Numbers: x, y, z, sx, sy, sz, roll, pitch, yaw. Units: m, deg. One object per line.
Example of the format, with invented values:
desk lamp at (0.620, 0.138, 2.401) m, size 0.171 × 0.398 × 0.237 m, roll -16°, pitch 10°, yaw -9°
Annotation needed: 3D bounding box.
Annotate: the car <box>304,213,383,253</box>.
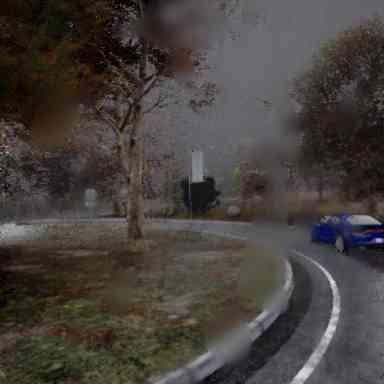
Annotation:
car at (6.651, 1.656, 14.607) m, size 1.882 × 1.535 × 5.008 m, roll 0°, pitch -1°, yaw -4°
